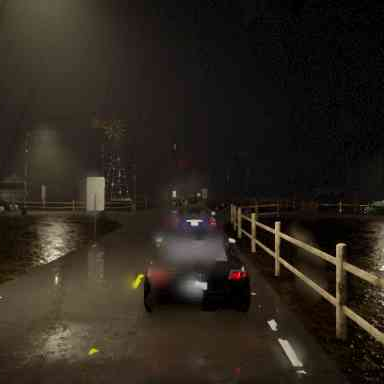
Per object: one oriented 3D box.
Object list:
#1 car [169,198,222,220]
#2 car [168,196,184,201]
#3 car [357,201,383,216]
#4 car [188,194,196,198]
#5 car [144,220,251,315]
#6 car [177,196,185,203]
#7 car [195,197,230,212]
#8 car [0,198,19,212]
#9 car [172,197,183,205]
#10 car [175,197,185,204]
[{"bbox_3d":[0.104,1.380,16.321,2.097,1.767,4.553,0,0,0],"label":"car"},{"bbox_3d":[-2.813,1.681,55.396,2.128,1.511,4.902,0,0,0],"label":"car"},{"bbox_3d":[21.183,1.808,37.600,4.553,1.767,2.097,1,-2,0],"label":"car"},{"bbox_3d":[0.146,1.621,67.365,2.097,1.767,4.553,0,0,0],"label":"car"},{"bbox_3d":[0.101,1.573,7.678,1.994,1.385,4.181,0,0,0],"label":"car"},{"bbox_3d":[-2.700,1.883,85.280,1.882,1.535,5.008,0,0,0],"label":"car"},{"bbox_3d":[2.804,1.680,42.295,1.812,1.442,4.674,2,0,-40],"label":"car"},{"bbox_3d":[-20.292,1.292,34.000,4.892,1.490,1.837,1,-2,0],"label":"car"},{"bbox_3d":[-2.757,1.731,65.200,1.882,1.535,5.008,0,0,1],"label":"car"},{"bbox_3d":[-2.709,1.879,75.151,1.994,1.385,4.181,0,0,0],"label":"car"}]
